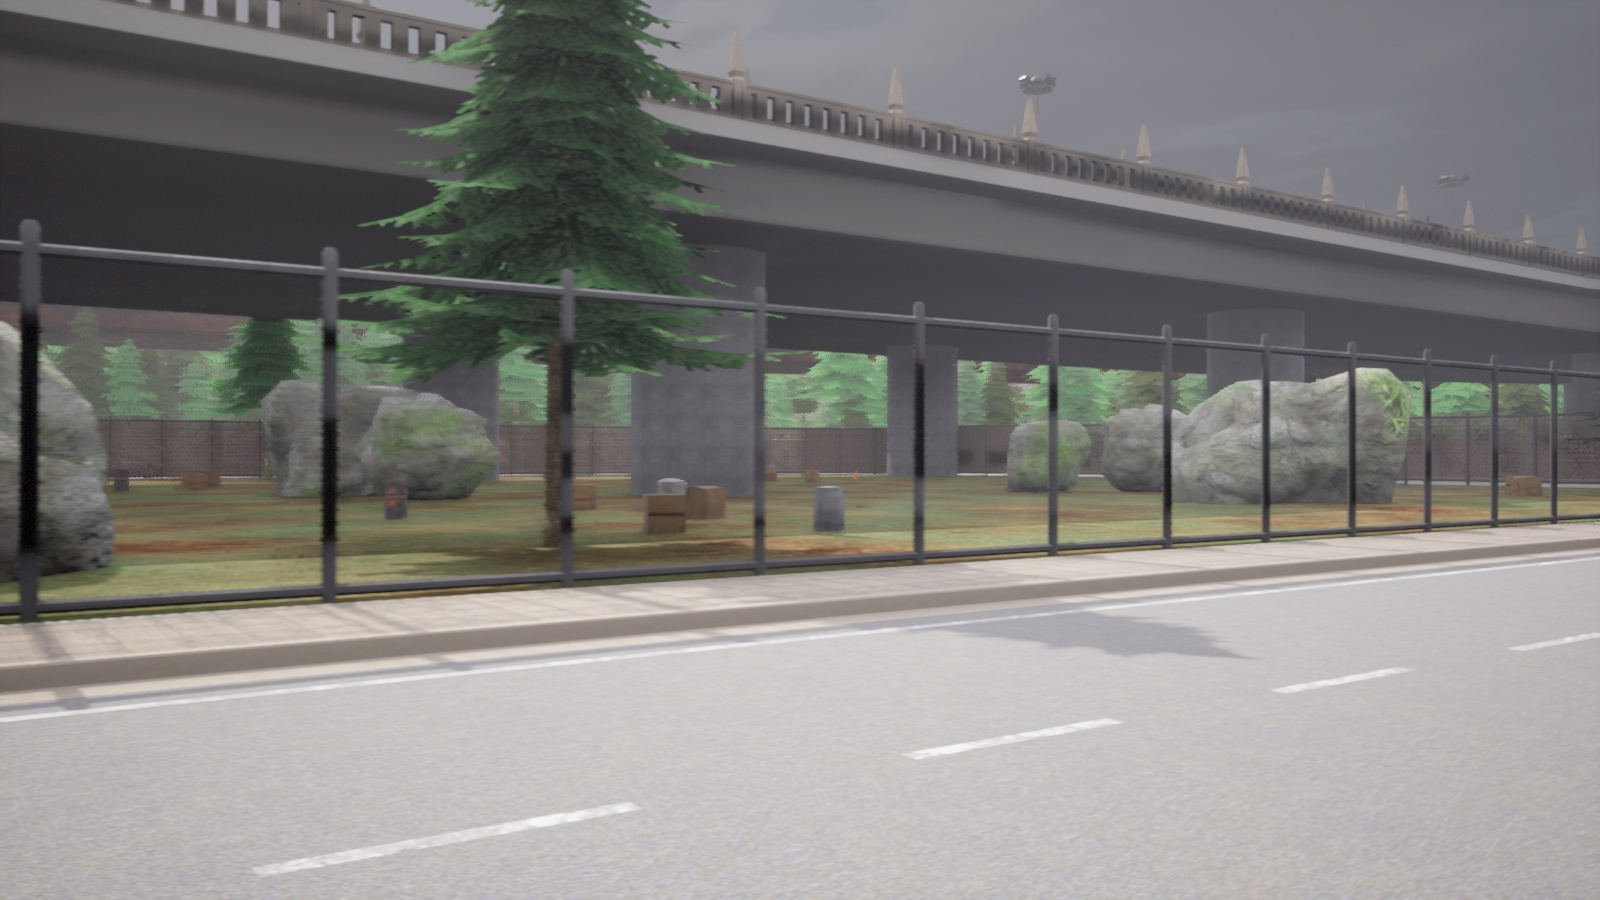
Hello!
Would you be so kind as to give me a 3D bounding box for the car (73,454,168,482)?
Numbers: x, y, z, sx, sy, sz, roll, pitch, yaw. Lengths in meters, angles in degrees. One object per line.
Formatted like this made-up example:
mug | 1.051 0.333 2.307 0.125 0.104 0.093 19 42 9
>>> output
car | -38.277 1.001 70.803 4.514 1.525 2.007 0 0 -34
